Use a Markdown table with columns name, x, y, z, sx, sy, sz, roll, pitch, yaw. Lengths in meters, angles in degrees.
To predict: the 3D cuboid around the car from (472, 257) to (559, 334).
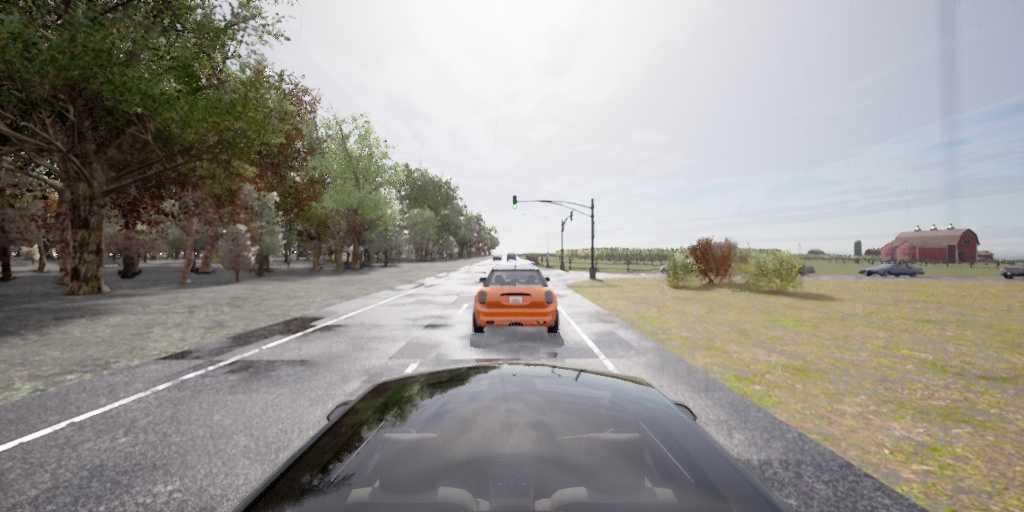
| name | x | y | z | sx | sy | sz | roll | pitch | yaw |
| --- | --- | --- | --- | --- | --- | --- | --- | --- | --- |
| car | 0.086 | 1.026 | 10.516 | 2.097 | 1.767 | 4.553 | 0 | 0 | 0 |

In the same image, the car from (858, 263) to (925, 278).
| name | x | y | z | sx | sy | sz | roll | pitch | yaw |
| --- | --- | --- | --- | --- | --- | --- | --- | --- | --- |
| car | 39.322 | 1.473 | 37.161 | 5.357 | 1.411 | 2.033 | 1 | 0 | 0 |

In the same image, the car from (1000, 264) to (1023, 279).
| name | x | y | z | sx | sy | sz | roll | pitch | yaw |
| --- | --- | --- | --- | --- | --- | --- | --- | --- | --- |
| car | 48.930 | 1.494 | 33.511 | 4.902 | 1.511 | 2.128 | 1 | 0 | 1 |

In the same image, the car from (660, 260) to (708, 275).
| name | x | y | z | sx | sy | sz | roll | pitch | yaw |
| --- | --- | --- | --- | --- | --- | --- | --- | --- | --- |
| car | 17.944 | 1.183 | 37.248 | 4.902 | 1.511 | 2.128 | 1 | 0 | 1 |

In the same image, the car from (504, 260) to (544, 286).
| name | x | y | z | sx | sy | sz | roll | pitch | yaw |
| --- | --- | --- | --- | --- | --- | --- | --- | --- | --- |
| car | 0.946 | 1.079 | 24.521 | 1.812 | 1.442 | 4.674 | 0 | 1 | 14 |

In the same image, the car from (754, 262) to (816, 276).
| name | x | y | z | sx | sy | sz | roll | pitch | yaw |
| --- | --- | --- | --- | --- | --- | --- | --- | --- | --- |
| car | 28.326 | 1.352 | 37.201 | 5.357 | 1.411 | 2.033 | 1 | 0 | 0 |
